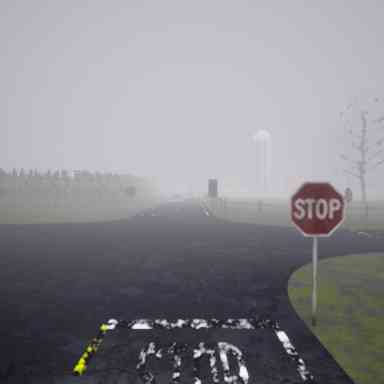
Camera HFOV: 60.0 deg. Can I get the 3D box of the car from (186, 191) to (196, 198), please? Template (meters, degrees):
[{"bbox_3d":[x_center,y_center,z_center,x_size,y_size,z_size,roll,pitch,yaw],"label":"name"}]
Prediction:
[{"bbox_3d":[-0.169,0.509,71.996,2.128,1.511,4.902,0,1,0],"label":"car"}]

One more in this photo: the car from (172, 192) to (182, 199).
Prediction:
[{"bbox_3d":[-2.903,0.729,66.140,1.895,1.301,4.718,0,1,0],"label":"car"}]

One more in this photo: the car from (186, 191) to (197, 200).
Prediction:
[{"bbox_3d":[-0.141,0.662,61.578,1.882,1.535,5.008,0,1,0],"label":"car"}]
